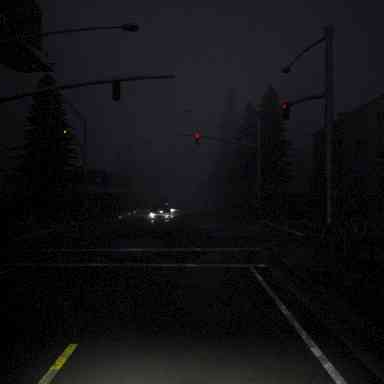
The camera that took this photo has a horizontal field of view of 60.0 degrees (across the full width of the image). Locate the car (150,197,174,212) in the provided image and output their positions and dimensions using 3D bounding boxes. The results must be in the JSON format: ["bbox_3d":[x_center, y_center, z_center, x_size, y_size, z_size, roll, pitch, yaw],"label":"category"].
[{"bbox_3d":[-3.525,1.352,38.105,2.097,1.767,4.553,0,0,0],"label":"car"}]
